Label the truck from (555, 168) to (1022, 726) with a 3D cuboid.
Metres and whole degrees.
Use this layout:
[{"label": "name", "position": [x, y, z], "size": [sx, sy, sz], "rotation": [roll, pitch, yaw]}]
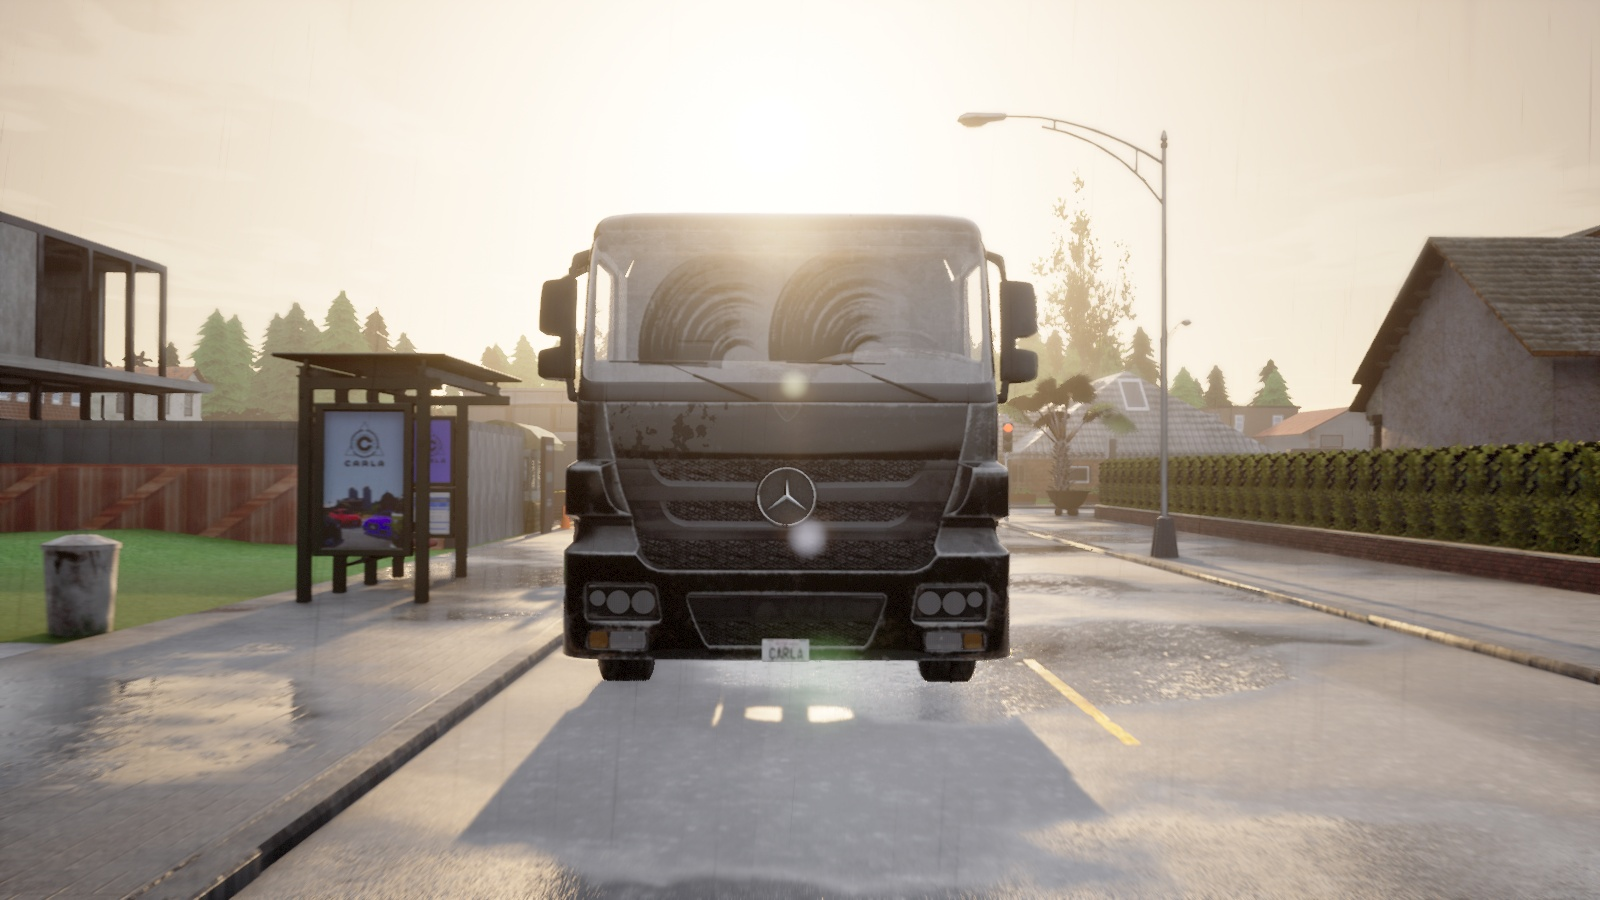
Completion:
[{"label": "truck", "position": [-0.092, 0.037, 11.774], "size": [2.891, 3.462, 7.936], "rotation": [0, -1, 0]}]
